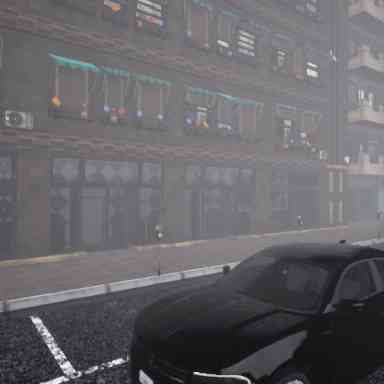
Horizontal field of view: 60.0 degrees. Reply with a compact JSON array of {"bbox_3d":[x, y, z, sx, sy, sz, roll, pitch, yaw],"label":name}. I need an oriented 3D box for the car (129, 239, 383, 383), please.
[{"bbox_3d":[1.608,1.478,4.531,5.008,1.535,1.882,0,0,-36],"label":"car"}]
